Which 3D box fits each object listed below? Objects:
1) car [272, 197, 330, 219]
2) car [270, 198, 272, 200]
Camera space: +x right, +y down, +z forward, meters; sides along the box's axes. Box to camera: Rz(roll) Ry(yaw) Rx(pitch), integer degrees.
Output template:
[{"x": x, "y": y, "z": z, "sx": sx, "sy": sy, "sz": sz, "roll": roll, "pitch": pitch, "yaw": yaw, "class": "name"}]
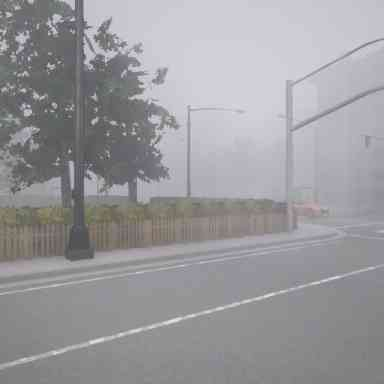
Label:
[{"x": 9.849, "y": 1.352, "z": 29.547, "sx": 2.097, "sy": 1.767, "sz": 4.553, "roll": 0, "pitch": 0, "yaw": -35, "class": "car"}, {"x": 9.389, "y": 1.352, "z": 36.696, "sx": 2.097, "sy": 1.767, "sz": 4.553, "roll": 0, "pitch": 0, "yaw": -35, "class": "car"}]
